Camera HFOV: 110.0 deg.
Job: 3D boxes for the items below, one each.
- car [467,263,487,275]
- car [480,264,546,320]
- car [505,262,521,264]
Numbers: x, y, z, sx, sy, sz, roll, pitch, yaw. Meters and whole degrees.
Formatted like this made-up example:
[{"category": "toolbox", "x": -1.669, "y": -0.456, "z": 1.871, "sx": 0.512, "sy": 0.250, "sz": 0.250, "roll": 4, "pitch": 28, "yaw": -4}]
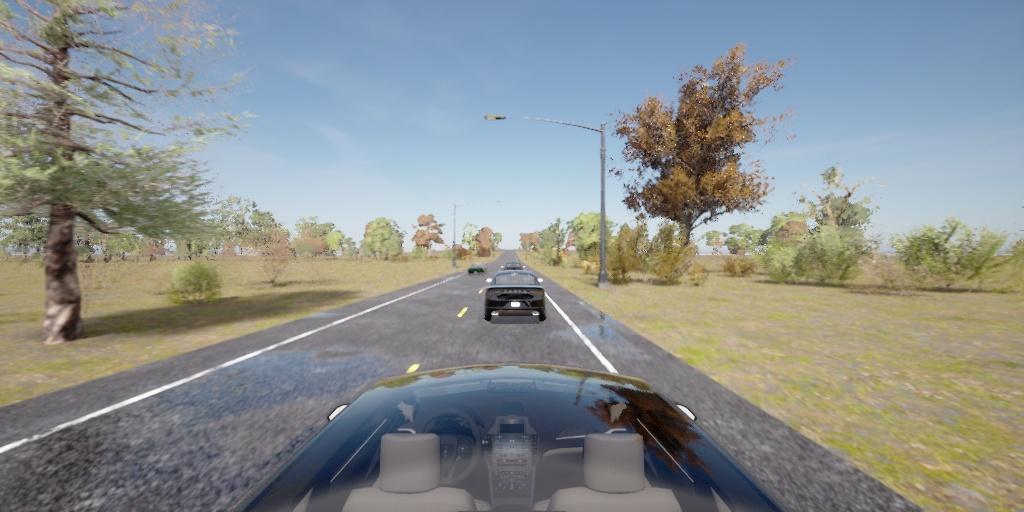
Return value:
[{"category": "car", "x": -3.577, "y": 1.343, "z": 37.782, "sx": 1.895, "sy": 1.301, "sz": 4.718, "roll": 0, "pitch": 0, "yaw": 0}, {"category": "car", "x": 0.099, "y": 1.227, "z": 12.676, "sx": 1.882, "sy": 1.535, "sz": 5.008, "roll": 0, "pitch": 0, "yaw": 0}, {"category": "car", "x": 0.103, "y": 1.250, "z": 31.038, "sx": 1.837, "sy": 1.490, "sz": 4.892, "roll": 0, "pitch": 0, "yaw": 0}]
